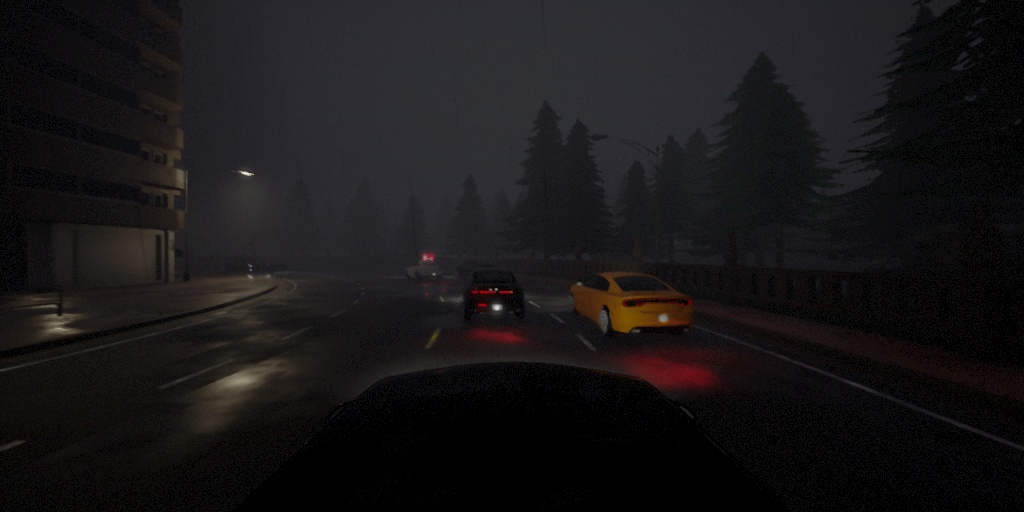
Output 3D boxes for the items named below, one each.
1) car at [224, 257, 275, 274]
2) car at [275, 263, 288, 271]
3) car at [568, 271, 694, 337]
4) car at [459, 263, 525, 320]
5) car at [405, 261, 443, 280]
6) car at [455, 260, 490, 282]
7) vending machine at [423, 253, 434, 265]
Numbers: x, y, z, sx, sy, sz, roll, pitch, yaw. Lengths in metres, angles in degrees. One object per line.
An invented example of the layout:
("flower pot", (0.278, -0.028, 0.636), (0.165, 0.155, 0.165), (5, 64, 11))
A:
("car", (-26.473, 0.855, 35.819), (4.553, 1.767, 2.097), (0, 1, 23))
("car", (-27.438, 1.073, 40.059), (4.718, 1.301, 1.895), (0, 0, 20))
("car", (3.018, 1.166, 10.191), (1.882, 1.535, 5.008), (0, 1, -6))
("car", (-0.778, 1.177, 12.443), (1.837, 1.490, 4.892), (0, 0, -9))
("car", (-6.919, 1.084, 28.078), (1.812, 1.442, 4.674), (0, 0, -33))
("car", (-2.952, 1.062, 28.259), (1.837, 1.490, 4.892), (0, 0, -30))
("vending machine", (-9.868, 0.649, 42.554), (0.880, 2.100, 1.100), (0, 0, 40))
